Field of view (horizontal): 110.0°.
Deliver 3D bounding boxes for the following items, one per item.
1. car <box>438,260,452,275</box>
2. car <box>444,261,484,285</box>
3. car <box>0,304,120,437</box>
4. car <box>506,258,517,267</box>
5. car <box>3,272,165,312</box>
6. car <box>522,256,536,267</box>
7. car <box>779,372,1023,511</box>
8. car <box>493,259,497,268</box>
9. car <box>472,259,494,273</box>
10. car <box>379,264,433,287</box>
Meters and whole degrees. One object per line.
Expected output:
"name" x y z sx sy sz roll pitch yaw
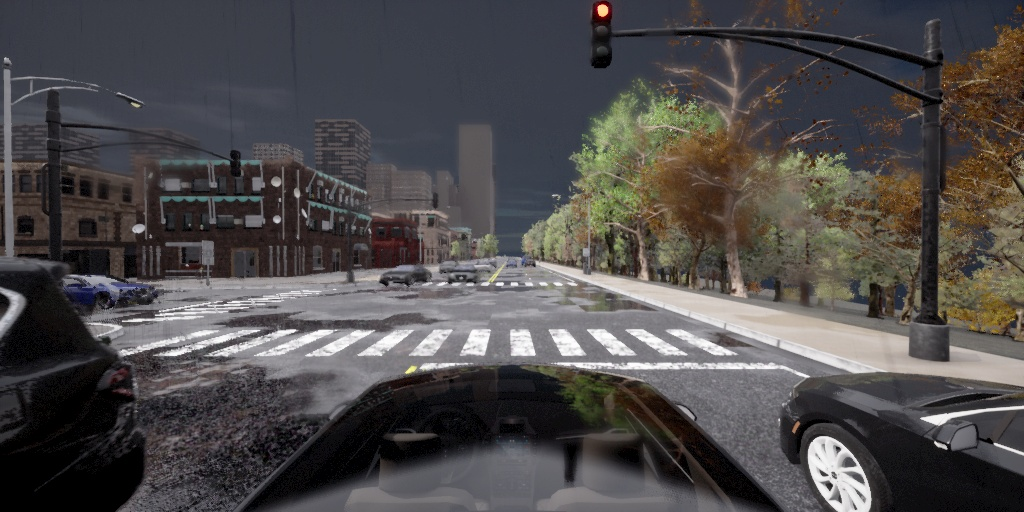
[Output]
"car" -6.691 1.242 38.887 1.837 1.490 4.892 0 0 0
"car" -3.409 1.307 26.041 1.994 1.385 4.181 0 0 0
"car" -6.604 1.350 2.812 1.895 1.301 4.718 0 0 0
"car" -0.053 1.272 63.930 2.033 1.411 5.357 0 0 0
"car" -18.096 1.475 15.346 4.674 1.442 1.812 -1 1 -1
"car" 3.197 1.230 63.632 1.837 1.490 4.892 0 0 0
"car" 3.366 1.255 1.232 1.837 1.490 4.892 0 0 -2
"car" -3.462 1.275 59.367 2.033 1.411 5.357 0 0 0
"car" -3.451 1.336 42.292 1.895 1.301 4.718 0 0 0
"car" -7.239 1.291 25.103 2.033 1.411 5.357 0 0 8
